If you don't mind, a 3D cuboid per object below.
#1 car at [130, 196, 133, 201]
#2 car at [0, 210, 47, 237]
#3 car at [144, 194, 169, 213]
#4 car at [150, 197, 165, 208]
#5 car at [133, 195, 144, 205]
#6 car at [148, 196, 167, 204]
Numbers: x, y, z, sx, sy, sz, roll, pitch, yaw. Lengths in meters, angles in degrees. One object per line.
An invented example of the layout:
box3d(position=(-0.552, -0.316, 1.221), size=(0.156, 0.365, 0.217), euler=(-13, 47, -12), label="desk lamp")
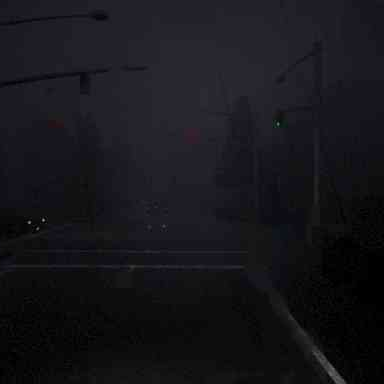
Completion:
box3d(position=(-12.428, 1.433, 73.166), size=(5.008, 1.535, 1.882), euler=(0, 0, 42), label="car")
box3d(position=(-10.213, 1.601, 17.369), size=(4.718, 1.301, 1.895), euler=(0, 0, 2), label="car")
box3d(position=(-3.753, 1.221, 37.172), size=(2.150, 2.045, 5.566), euler=(0, 0, -2), label="car")
box3d(position=(-5.119, 1.525, 48.926), size=(1.812, 1.442, 4.674), euler=(0, 0, -12), label="car")
box3d(position=(-8.902, 1.505, 60.890), size=(1.837, 1.490, 4.892), euler=(0, 0, -24), label="car")
box3d(position=(-6.724, 1.547, 64.768), size=(2.033, 1.411, 5.357), euler=(0, 0, -26), label="car")
